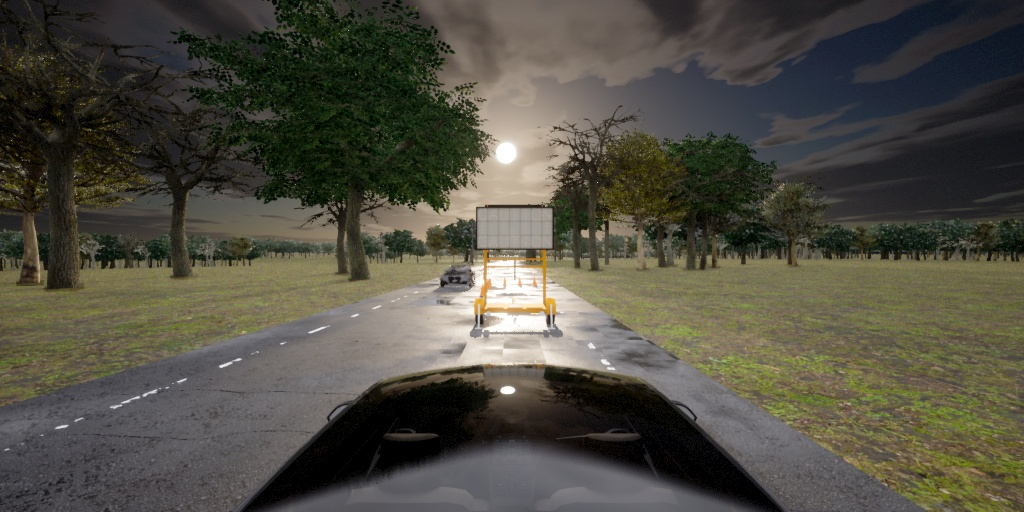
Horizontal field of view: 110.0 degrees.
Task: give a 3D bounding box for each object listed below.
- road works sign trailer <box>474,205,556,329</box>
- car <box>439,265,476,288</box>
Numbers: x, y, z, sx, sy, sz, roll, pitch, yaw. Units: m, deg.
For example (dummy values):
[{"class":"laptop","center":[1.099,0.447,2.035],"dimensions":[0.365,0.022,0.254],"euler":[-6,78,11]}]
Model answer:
[{"class":"road works sign trailer","center":[0.089,0.211,11.180],"dimensions":[2.380,3.560,2.880],"euler":[0,0,0]},{"class":"car","center":[-3.497,1.311,23.786],"dimensions":[1.994,1.385,4.181],"euler":[0,0,0]}]
